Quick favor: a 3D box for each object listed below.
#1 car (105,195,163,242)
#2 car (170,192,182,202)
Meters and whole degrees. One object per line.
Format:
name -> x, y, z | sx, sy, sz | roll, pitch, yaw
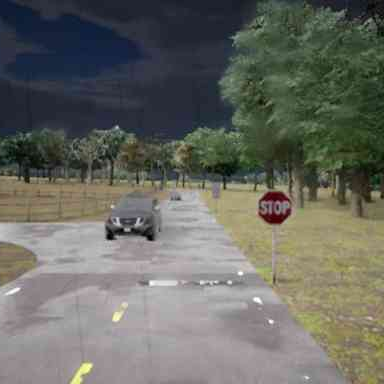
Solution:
car -> -2.729, 1.206, 16.827 | 2.150, 2.045, 5.566 | 1, 1, 0
car -> -2.731, 0.787, 56.069 | 1.837, 1.490, 4.892 | 0, 2, 0
